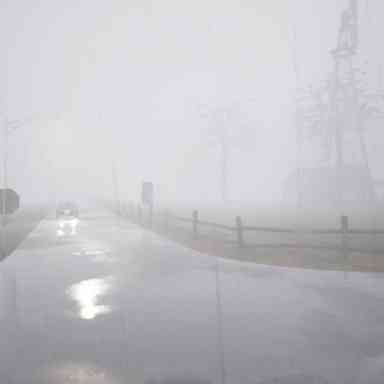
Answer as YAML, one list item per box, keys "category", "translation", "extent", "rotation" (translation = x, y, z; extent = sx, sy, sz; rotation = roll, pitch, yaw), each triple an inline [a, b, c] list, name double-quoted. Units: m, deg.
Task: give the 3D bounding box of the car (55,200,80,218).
- category: "car"
  translation: [-11.340, 1.515, 30.261]
  extent: [2.128, 1.511, 4.902]
  rotation: [1, 0, -20]
